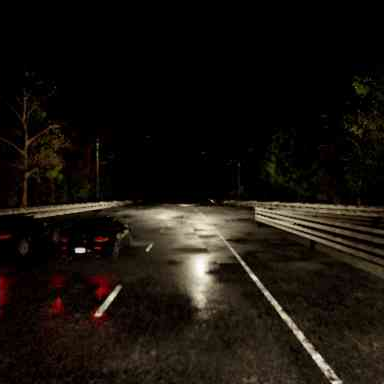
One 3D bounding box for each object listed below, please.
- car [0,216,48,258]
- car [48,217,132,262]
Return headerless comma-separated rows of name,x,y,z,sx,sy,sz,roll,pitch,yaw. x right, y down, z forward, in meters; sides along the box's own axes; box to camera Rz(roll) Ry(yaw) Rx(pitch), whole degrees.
car,-6.987,1.676,13.301,1.812,1.442,4.674,0,-1,-1
car,-3.482,1.666,12.588,1.812,1.442,4.674,0,-1,-1
